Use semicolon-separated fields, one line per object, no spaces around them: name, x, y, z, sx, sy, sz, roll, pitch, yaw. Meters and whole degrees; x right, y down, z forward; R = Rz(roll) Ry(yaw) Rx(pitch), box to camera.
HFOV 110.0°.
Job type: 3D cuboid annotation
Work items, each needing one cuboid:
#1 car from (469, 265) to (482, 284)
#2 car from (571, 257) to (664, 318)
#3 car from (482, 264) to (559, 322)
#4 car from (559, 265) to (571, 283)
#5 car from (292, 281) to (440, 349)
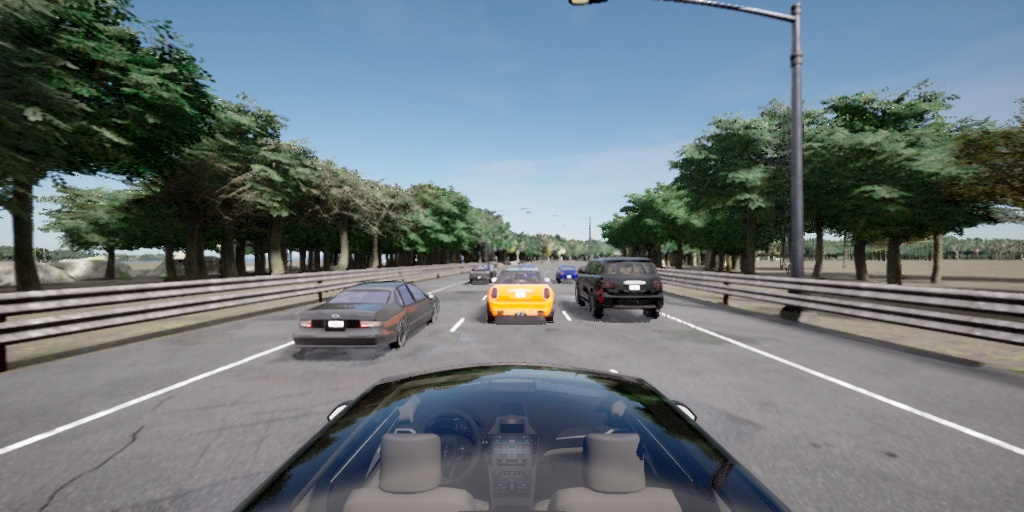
car;-2.331;1.476;29.973;2.128;1.511;4.902;0;0;4
car;3.824;1.075;13.609;2.150;2.045;5.566;0;0;2
car;0.311;1.196;12.835;2.097;1.767;4.553;0;-1;2
car;4.790;1.525;31.232;1.812;1.442;4.674;0;0;4
car;-3.295;1.360;9.327;2.033;1.411;5.357;0;0;1
